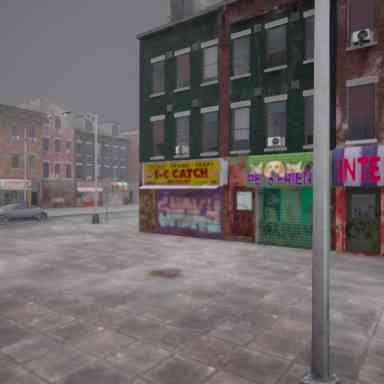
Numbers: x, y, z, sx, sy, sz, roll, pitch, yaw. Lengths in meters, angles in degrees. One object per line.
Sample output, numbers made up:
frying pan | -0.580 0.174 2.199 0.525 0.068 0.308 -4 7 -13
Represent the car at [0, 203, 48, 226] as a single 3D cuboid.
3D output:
car | -12.338 1.489 23.183 1.994 1.385 4.181 0 1 35
